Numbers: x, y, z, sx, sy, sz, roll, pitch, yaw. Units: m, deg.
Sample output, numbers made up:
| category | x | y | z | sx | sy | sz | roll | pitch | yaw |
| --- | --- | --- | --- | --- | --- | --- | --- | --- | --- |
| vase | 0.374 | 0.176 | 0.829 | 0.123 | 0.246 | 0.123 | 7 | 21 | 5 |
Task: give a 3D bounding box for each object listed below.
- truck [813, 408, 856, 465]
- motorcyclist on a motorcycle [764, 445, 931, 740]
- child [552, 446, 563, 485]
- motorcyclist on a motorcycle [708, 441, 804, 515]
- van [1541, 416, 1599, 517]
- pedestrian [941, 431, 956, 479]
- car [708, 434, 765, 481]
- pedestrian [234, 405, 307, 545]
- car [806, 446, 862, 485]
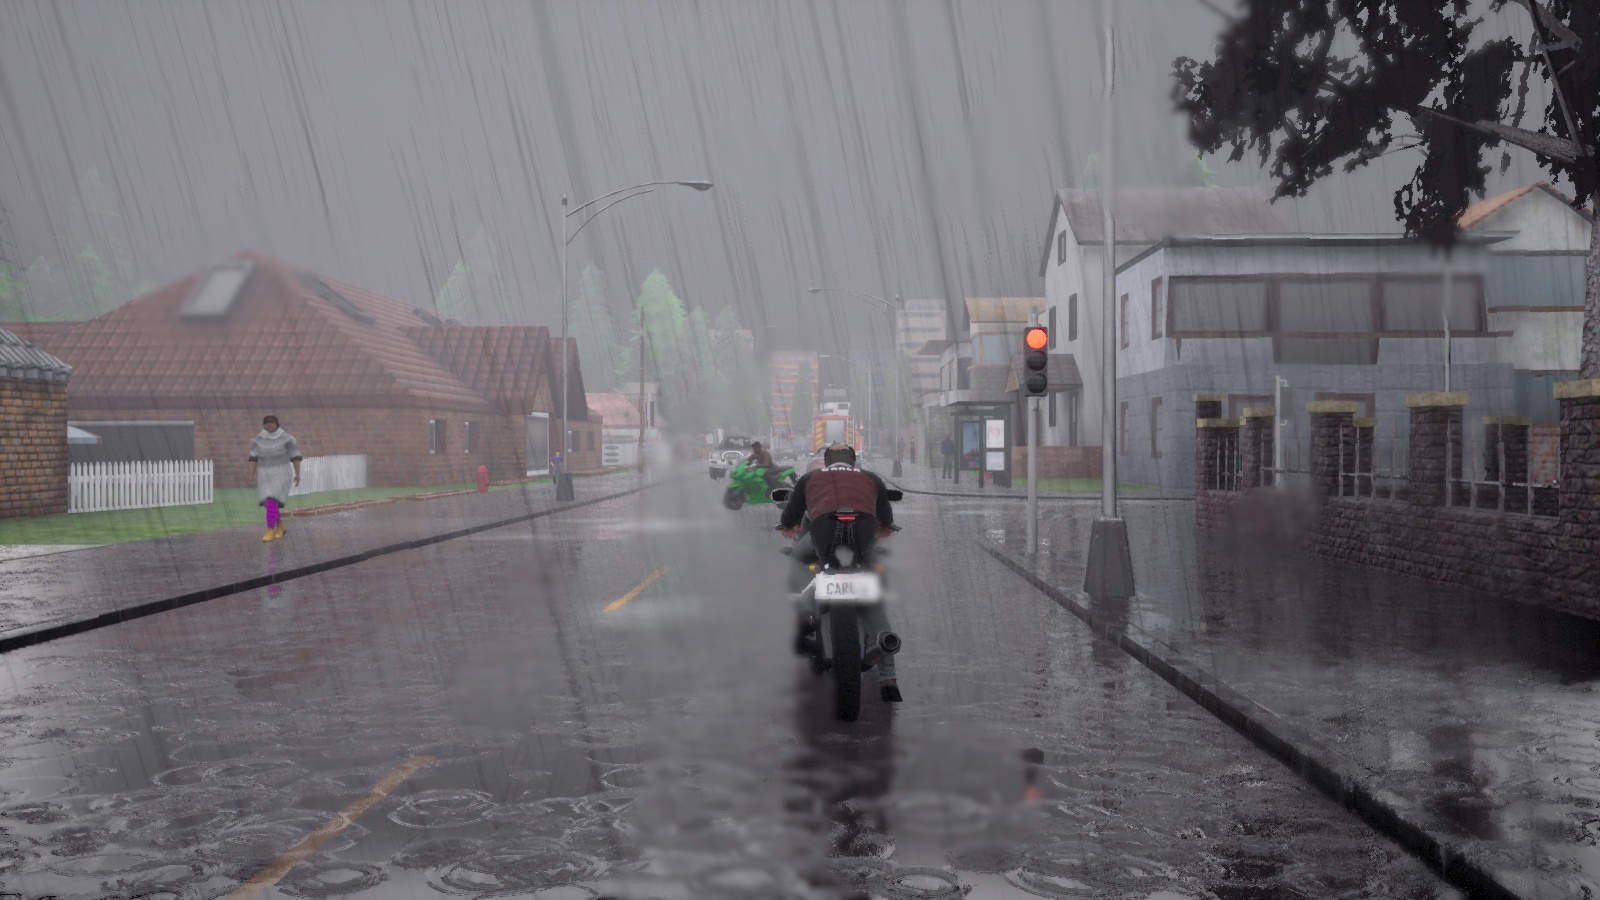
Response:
| category | x | y | z | sx | sy | sz | roll | pitch | yaw |
| --- | --- | --- | --- | --- | --- | --- | --- | --- | --- |
| truck | 2.443 | -0.918 | 88.847 | 2.891 | 3.827 | 8.468 | 0 | 0 | 1 |
| motorcyclist on a motorcycle | 0.244 | 0.739 | 7.623 | 0.866 | 1.530 | 2.191 | 0 | 0 | 0 |
| child | -7.916 | 0.498 | 40.984 | 0.270 | 1.263 | 0.437 | 0 | 0 | 0 |
| motorcyclist on a motorcycle | -0.936 | 0.574 | 27.292 | 2.044 | 1.523 | 0.797 | 0 | 2 | -44 |
| van | 18.371 | 0.336 | 26.301 | 4.480 | 2.038 | 2.069 | 0 | 0 | -1 |
| pedestrian | 5.683 | 0.189 | 48.156 | 0.402 | 1.842 | 0.726 | 0 | 0 | -7 |
| car | -2.569 | 0.268 | 52.005 | 1.932 | 1.855 | 4.605 | 0 | 0 | 2 |
| pedestrian | -7.531 | 0.345 | 17.888 | 0.659 | 1.952 | 0.873 | 0 | 0 | 1 |
| car | 1.283 | 0.545 | 47.141 | 1.994 | 1.385 | 4.181 | 0 | 0 | 2 |
